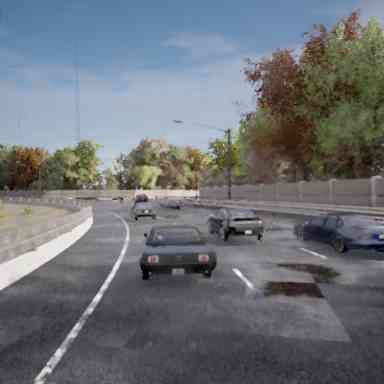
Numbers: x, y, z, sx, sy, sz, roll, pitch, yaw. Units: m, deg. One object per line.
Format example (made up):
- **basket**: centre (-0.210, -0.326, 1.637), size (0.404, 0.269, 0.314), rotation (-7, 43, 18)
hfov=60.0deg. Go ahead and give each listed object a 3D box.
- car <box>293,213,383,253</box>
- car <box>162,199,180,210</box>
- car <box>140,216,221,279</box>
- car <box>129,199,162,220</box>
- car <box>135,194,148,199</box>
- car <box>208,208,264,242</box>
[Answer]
- **car**: centre (6.099, 1.559, 13.705), size (2.033, 1.411, 5.357), rotation (0, 0, -8)
- **car**: centre (-3.215, 1.727, 46.684), size (1.994, 1.385, 4.181), rotation (0, 0, -21)
- **car**: centre (-0.543, 1.636, 10.204), size (1.895, 1.301, 4.718), rotation (0, 0, -6)
- **car**: centre (-4.404, 1.663, 29.508), size (2.033, 1.411, 5.357), rotation (0, 0, -17)
- **car**: centre (-10.018, 1.481, 66.195), size (2.150, 2.045, 5.566), rotation (-1, 0, -14)
- **car**: centre (2.039, 1.534, 16.711), size (2.128, 1.511, 4.902), rotation (0, 0, -9)
